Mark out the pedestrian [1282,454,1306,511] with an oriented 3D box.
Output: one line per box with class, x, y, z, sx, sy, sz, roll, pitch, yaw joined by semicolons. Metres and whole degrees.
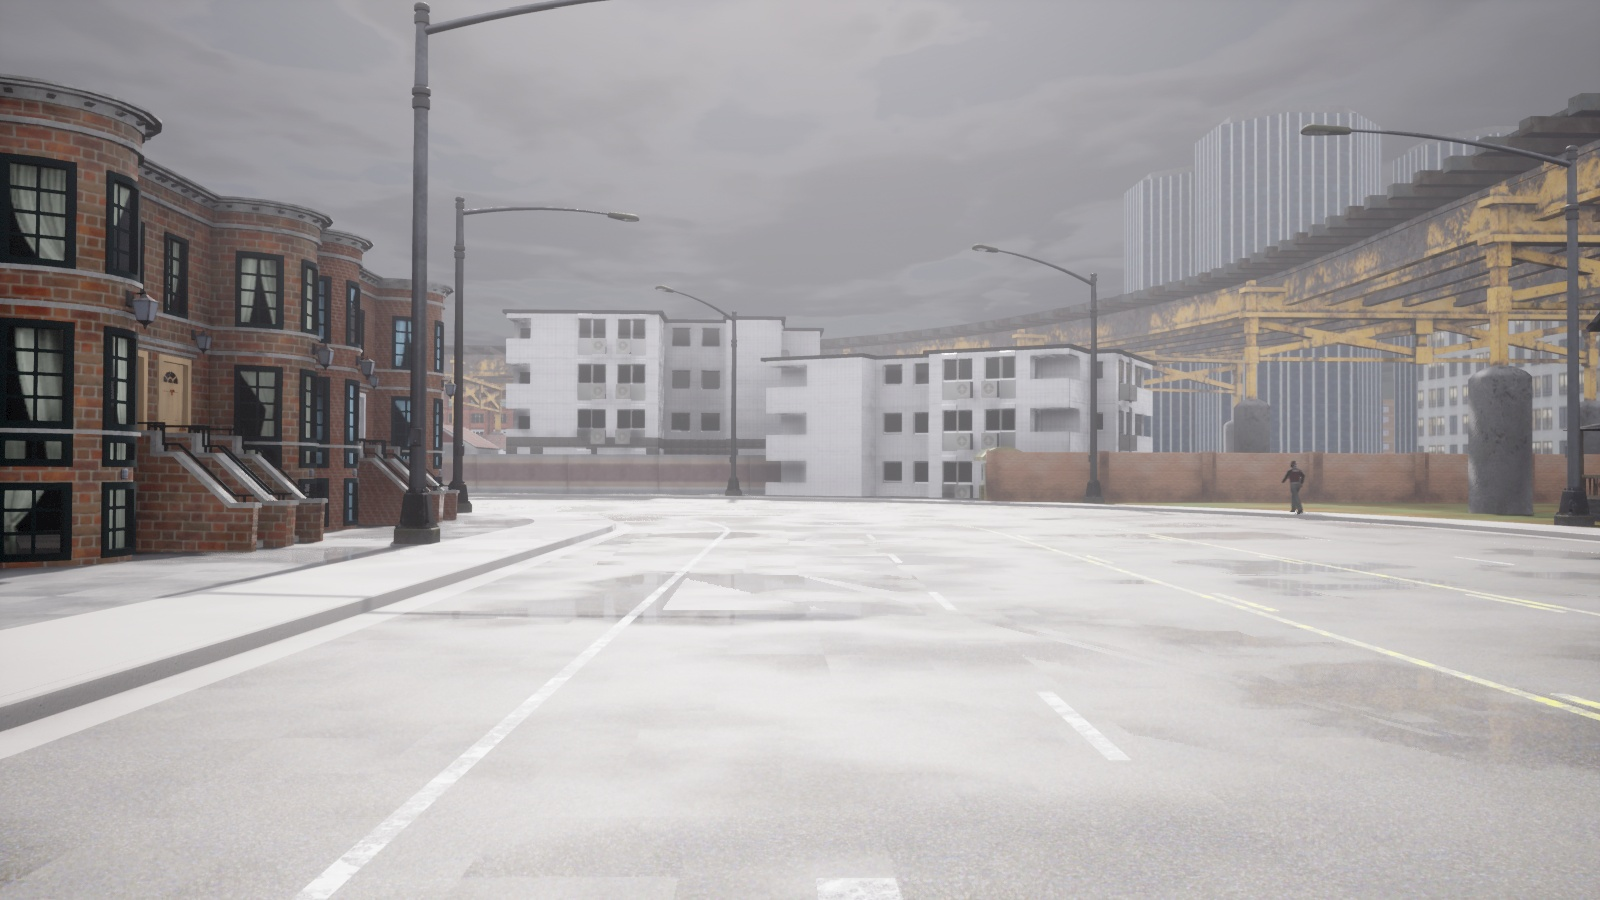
pedestrian;16.919;1.123;43.023;0.402;1.930;0.666;0;-1;-17
